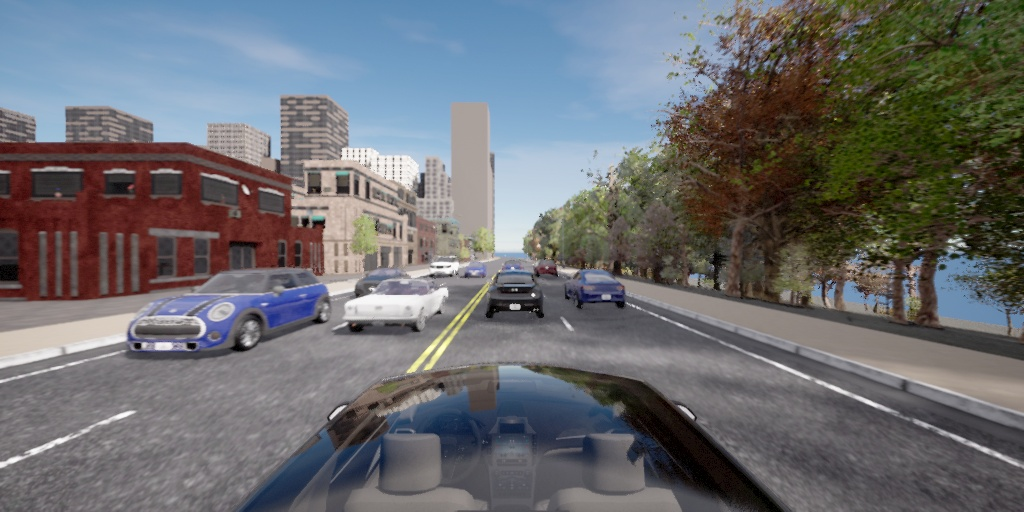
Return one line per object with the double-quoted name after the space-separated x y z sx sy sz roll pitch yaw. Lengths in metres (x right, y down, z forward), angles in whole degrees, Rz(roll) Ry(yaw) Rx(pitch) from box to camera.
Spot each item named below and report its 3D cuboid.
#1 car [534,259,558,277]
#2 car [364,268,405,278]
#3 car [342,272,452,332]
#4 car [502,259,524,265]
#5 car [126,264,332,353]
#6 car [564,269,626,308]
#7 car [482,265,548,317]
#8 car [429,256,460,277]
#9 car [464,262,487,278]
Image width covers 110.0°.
3.325 1.110 36.171 2.097 1.767 4.553 0 0 0 "car"
-6.514 1.319 18.676 1.994 1.385 4.181 0 0 0 "car"
-3.266 1.354 10.983 1.895 1.301 4.718 0 0 0 "car"
0.077 1.110 34.332 2.097 1.767 4.553 0 0 0 "car"
-6.532 1.104 8.982 2.097 1.767 4.553 0 0 0 "car"
3.341 1.280 14.988 1.812 1.442 4.674 0 0 0 "car"
0.091 1.260 13.178 1.837 1.490 4.892 0 0 0 "car"
-6.547 0.984 35.341 2.150 2.045 5.566 0 0 0 "car"
-3.312 1.284 33.600 1.812 1.442 4.674 0 0 0 "car"
